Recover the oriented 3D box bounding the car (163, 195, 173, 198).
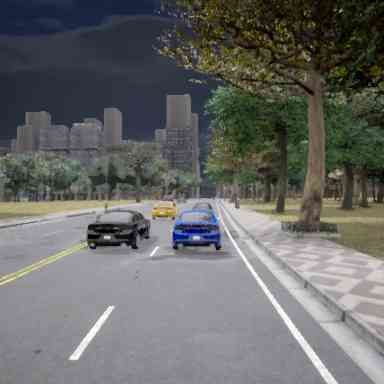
[{"bbox_3d":[-5.655,1.613,77.130,2.150,2.045,5.566,0,-1,4],"label":"car"}]

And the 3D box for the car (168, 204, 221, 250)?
[{"bbox_3d":[0.238,1.507,14.474,1.882,1.535,5.008,0,0,2],"label":"car"}]

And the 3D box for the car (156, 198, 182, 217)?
[{"bbox_3d":[-2.290,1.566,29.511,1.882,1.535,5.008,0,0,4],"label":"car"}]

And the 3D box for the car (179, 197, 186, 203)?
[{"bbox_3d":[-2.410,1.936,76.942,1.994,1.385,4.181,0,-1,4],"label":"car"}]

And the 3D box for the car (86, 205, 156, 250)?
[{"bbox_3d":[-3.011,1.509,14.578,1.882,1.535,5.008,0,0,2],"label":"car"}]
